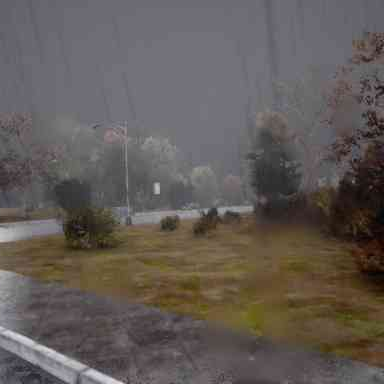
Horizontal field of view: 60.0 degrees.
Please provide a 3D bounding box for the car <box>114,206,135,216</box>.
[{"bbox_3d":[-9.409,2.551,43.097,1.994,1.385,4.181,-3,-2,32],"label":"car"}]

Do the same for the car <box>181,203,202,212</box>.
[{"bbox_3d":[-0.068,2.608,57.734,2.128,1.511,4.902,-3,-2,32],"label":"car"}]

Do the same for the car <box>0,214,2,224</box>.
[{"bbox_3d":[-18.937,2.439,28.374,1.837,1.490,4.892,-3,-1,35],"label":"car"}]
